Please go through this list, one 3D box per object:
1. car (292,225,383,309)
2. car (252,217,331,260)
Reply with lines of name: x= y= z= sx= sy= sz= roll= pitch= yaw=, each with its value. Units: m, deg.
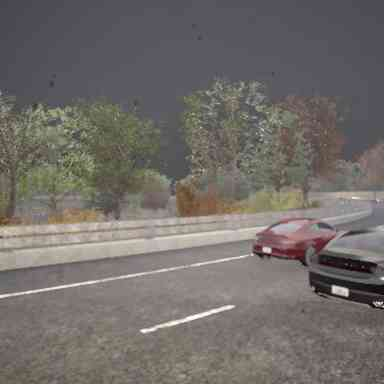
car: x=4.560 y=1.574 z=7.596 sx=4.892 sy=1.490 sz=1.837 roll=1 pitch=0 yaw=-40
car: x=4.038 y=1.627 z=11.718 sx=4.674 sy=1.442 sz=1.812 roll=0 pitch=-1 yaw=-41
